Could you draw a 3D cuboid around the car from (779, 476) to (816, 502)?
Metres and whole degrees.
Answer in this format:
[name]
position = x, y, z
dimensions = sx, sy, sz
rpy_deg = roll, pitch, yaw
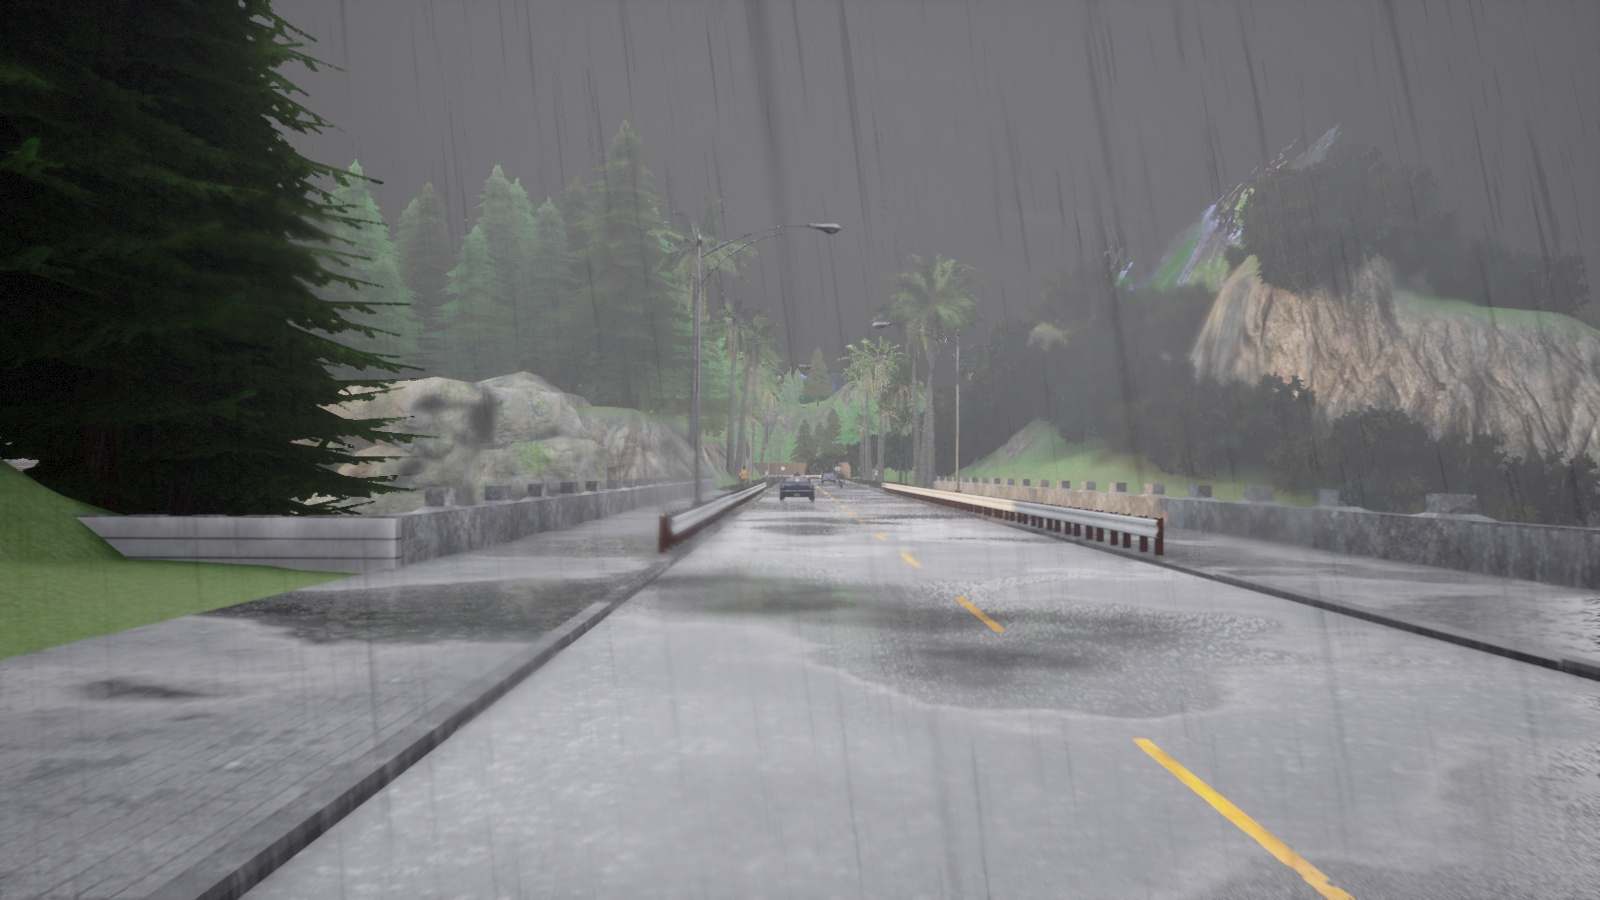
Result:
[car]
position = -0.142, 2.028, 66.451
dimensions = 1.895, 1.301, 4.718
rpy_deg = 0, -1, 0
